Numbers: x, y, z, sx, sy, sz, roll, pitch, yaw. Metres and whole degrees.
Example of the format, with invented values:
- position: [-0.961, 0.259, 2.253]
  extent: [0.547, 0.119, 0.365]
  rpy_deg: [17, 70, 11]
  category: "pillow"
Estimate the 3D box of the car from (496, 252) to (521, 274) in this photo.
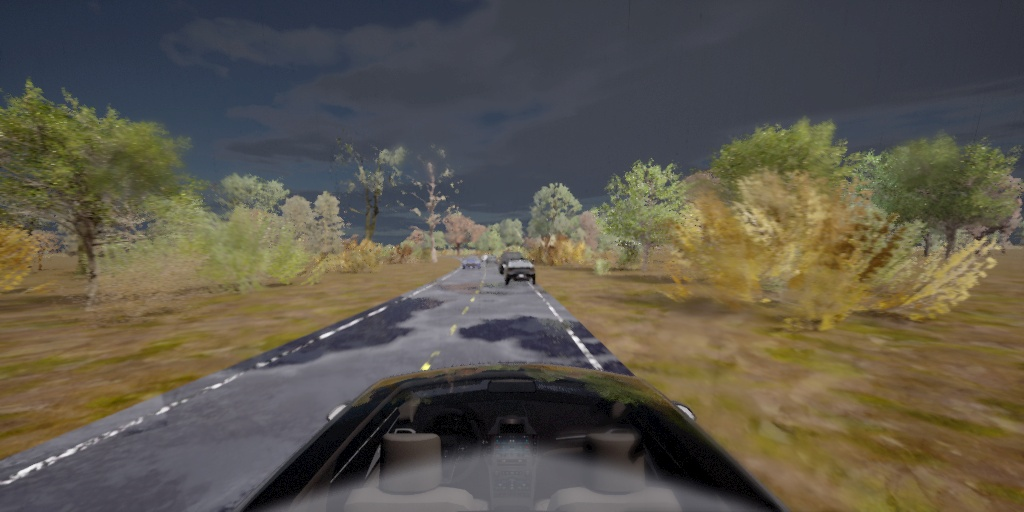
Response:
- position: [-0.080, 0.607, 33.515]
  extent: [2.150, 2.045, 5.566]
  rpy_deg: [0, 1, -4]
  category: "car"

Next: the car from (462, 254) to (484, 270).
- position: [-4.699, 0.656, 42.161]
  extent: [2.097, 1.767, 4.553]
  rpy_deg: [0, 1, -4]
  category: "car"

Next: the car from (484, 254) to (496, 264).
- position: [-3.372, 0.587, 60.022]
  extent: [2.128, 1.511, 4.902]
  rpy_deg: [0, 1, -7]
  category: "car"

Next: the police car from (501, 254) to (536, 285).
- position: [0.451, 0.920, 23.563]
  extent: [1.930, 1.638, 5.238]
  rpy_deg: [0, 1, -2]
  category: "police car"
